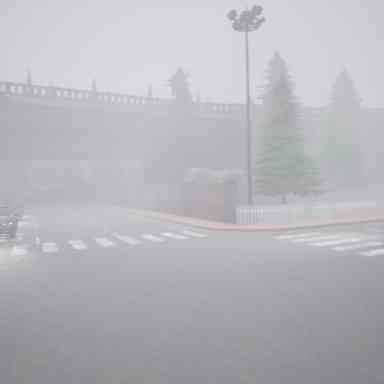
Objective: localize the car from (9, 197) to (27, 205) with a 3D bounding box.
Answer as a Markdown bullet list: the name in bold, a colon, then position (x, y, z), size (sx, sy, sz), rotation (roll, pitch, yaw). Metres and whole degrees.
- **car**: position (-18.341, 1.536, 34.114), size (1.895, 1.301, 4.718), rotation (-2, 1, -26)

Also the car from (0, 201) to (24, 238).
- **car**: position (-9.964, 1.483, 16.910), size (2.128, 1.511, 4.902), rotation (-2, 1, -26)

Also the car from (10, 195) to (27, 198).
- **car**: position (-22.826, 1.263, 42.935), size (2.097, 1.767, 4.553), rotation (-2, 1, -27)

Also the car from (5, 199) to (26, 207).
- **car**: position (-14.253, 1.526, 25.704), size (1.994, 1.385, 4.181), rotation (-2, 1, -25)

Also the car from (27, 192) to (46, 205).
- **car**: position (-25.312, 1.040, 53.618), size (2.150, 2.045, 5.566), rotation (-1, 1, -39)
